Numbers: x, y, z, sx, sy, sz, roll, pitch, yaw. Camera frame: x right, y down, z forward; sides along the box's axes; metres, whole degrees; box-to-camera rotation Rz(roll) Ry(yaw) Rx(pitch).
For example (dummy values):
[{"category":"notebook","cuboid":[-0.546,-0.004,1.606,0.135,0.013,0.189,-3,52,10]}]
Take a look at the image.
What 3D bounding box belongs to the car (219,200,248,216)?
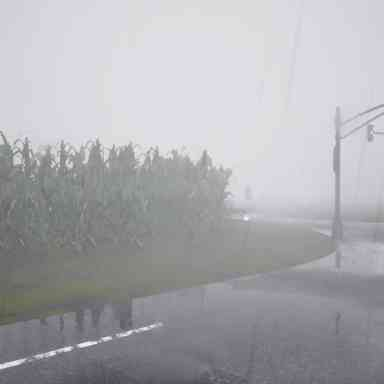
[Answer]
[{"category":"car","cuboid":[3.165,1.501,31.949,2.033,1.411,5.357,1,0,-26]}]
